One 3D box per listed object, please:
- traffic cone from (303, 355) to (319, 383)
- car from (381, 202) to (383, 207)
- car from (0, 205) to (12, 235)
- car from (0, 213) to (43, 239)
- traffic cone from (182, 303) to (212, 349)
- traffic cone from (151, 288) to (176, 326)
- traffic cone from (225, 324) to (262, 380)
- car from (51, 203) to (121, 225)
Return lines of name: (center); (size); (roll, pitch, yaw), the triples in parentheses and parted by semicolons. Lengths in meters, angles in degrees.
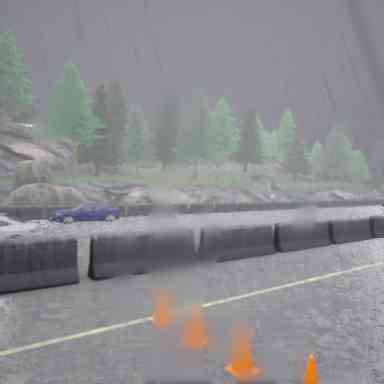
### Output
traffic cone: (1.235, 1.989, 3.441); (0.340, 0.580, 0.340); (1, 0, -36)
car: (32.609, 1.752, 53.520); (5.357, 1.411, 2.033); (0, 0, -35)
car: (-12.312, 1.488, 17.219); (5.008, 1.535, 1.882); (1, 0, -36)
car: (-7.858, 1.539, 11.798); (4.674, 1.442, 1.812); (1, 0, -36)
traffic cone: (0.073, 1.990, 5.064); (0.340, 0.580, 0.340); (1, 0, -36)
traffic cone: (-0.504, 1.990, 5.873); (0.340, 0.580, 0.340); (1, 0, -34)
traffic cone: (0.655, 1.989, 4.254); (0.340, 0.580, 0.340); (1, 0, -36)
car: (-7.812, 1.566, 24.737); (5.008, 1.535, 1.882); (1, 0, -36)
